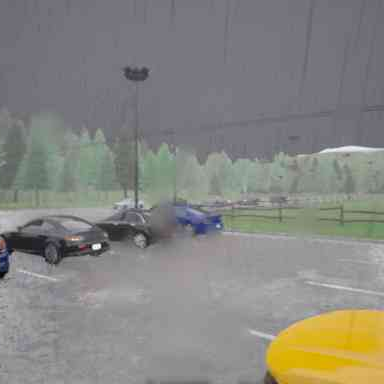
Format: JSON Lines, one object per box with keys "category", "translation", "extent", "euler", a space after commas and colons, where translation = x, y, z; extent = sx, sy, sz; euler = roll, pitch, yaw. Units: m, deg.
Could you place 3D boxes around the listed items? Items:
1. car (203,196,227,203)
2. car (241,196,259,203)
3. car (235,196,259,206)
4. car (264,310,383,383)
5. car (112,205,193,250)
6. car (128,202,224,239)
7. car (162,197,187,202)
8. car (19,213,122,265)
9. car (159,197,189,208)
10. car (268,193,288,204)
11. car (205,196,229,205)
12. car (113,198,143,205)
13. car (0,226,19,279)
{"category": "car", "translation": [2.760, 1.546, 45.859], "extent": [1.812, 1.442, 4.674], "euler": [0, 0, 36]}
{"category": "car", "translation": [12.470, 1.611, 70.845], "extent": [1.895, 1.301, 4.718], "euler": [0, 0, 36]}
{"category": "car", "translation": [8.721, 1.372, 53.995], "extent": [2.097, 1.767, 4.553], "euler": [0, 0, 36]}
{"category": "car", "translation": [2.881, 1.476, 1.939], "extent": [5.008, 1.535, 1.882], "euler": [0, 0, 36]}
{"category": "car", "translation": [-2.601, 1.514, 14.396], "extent": [4.892, 1.490, 1.837], "euler": [0, 0, 35]}
{"category": "car", "translation": [-0.769, 1.487, 17.375], "extent": [5.008, 1.535, 1.882], "euler": [0, 0, 35]}
{"category": "car", "translation": [-2.582, 1.622, 38.491], "extent": [1.895, 1.301, 4.718], "euler": [0, 0, 35]}
{"category": "car", "translation": [-4.869, 1.535, 11.631], "extent": [4.674, 1.442, 1.812], "euler": [0, 0, 34]}
{"category": "car", "translation": [-2.694, 1.531, 50.255], "extent": [1.837, 1.490, 4.892], "euler": [0, 0, 36]}
{"category": "car", "translation": [16.831, 1.243, 64.959], "extent": [2.150, 2.045, 5.566], "euler": [0, 0, 36]}
{"category": "car", "translation": [4.529, 1.504, 60.090], "extent": [1.882, 1.535, 5.008], "euler": [0, 0, 37]}
{"category": "car", "translation": [-8.089, 1.552, 42.822], "extent": [1.812, 1.442, 4.674], "euler": [0, 0, 35]}
{"category": "car", "translation": [-6.862, 1.361, 8.757], "extent": [4.553, 1.767, 2.097], "euler": [0, 0, 34]}
